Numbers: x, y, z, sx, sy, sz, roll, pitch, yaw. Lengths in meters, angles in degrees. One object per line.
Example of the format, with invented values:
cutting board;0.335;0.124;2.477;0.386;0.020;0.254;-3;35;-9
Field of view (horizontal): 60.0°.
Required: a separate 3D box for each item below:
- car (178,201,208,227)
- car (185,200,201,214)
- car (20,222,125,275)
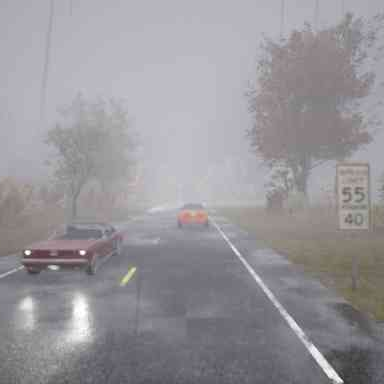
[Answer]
car;0.091;1.561;24.620;2.097;1.767;4.553;0;-1;0
car;0.097;1.876;42.758;1.882;1.535;5.008;0;-1;0
car;-3.590;1.687;10.872;1.895;1.301;4.718;0;0;0
